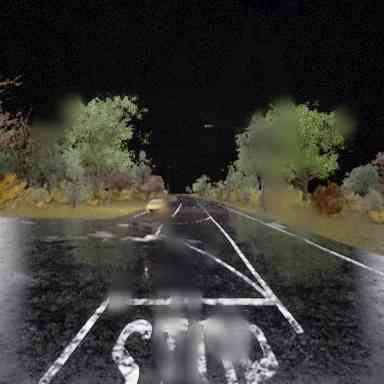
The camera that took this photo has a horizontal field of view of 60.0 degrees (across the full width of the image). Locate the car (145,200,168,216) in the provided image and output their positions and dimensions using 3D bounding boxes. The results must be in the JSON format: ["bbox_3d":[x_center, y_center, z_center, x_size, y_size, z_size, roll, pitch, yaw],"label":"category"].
[{"bbox_3d":[-3.549,1.543,33.839,1.882,1.535,5.008,0,0,0],"label":"car"}]
